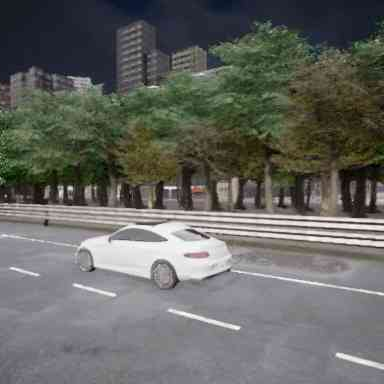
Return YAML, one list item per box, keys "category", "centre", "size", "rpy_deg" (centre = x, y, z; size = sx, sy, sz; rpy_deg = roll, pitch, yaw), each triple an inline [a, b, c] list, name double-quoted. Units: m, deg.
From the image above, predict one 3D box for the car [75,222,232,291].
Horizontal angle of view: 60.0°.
- category: "car"
  centre: [-1.179, 1.533, 9.010]
  size: [4.674, 1.442, 1.812]
  rpy_deg: [0, 0, 36]
